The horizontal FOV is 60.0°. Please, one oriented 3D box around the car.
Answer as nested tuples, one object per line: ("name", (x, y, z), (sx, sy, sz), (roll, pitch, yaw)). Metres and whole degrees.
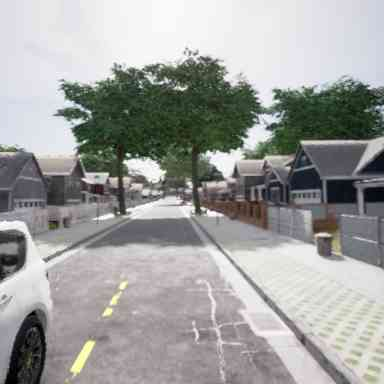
("car", (-2.793, 1.303, 2.188), (2.150, 2.045, 5.566), (-1, -1, -3))
